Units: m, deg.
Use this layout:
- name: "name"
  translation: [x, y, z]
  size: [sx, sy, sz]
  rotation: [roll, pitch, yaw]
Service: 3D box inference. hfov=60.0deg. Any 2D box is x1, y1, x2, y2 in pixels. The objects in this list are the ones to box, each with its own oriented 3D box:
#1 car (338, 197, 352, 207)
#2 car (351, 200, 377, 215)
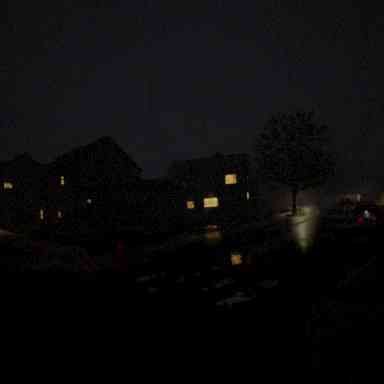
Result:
- name: "car"
  translation: [24.580, 1.532, 53.261]
  size: [2.128, 1.511, 4.902]
  rotation: [-4, -2, 17]
- name: "car"
  translation: [17.379, 1.529, 33.411]
  size: [1.895, 1.301, 4.718]
  rotation: [-5, -2, 25]
